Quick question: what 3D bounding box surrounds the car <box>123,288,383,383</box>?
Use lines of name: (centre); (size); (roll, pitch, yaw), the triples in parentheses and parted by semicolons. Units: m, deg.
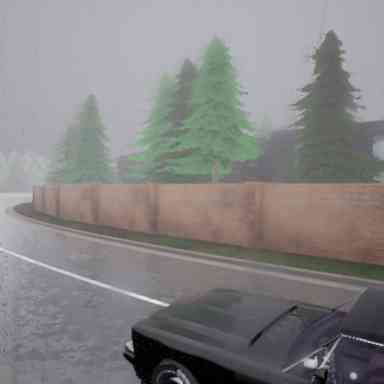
car: (1.601, 1.610, 2.922); (4.718, 1.301, 1.895); (1, 0, 36)
